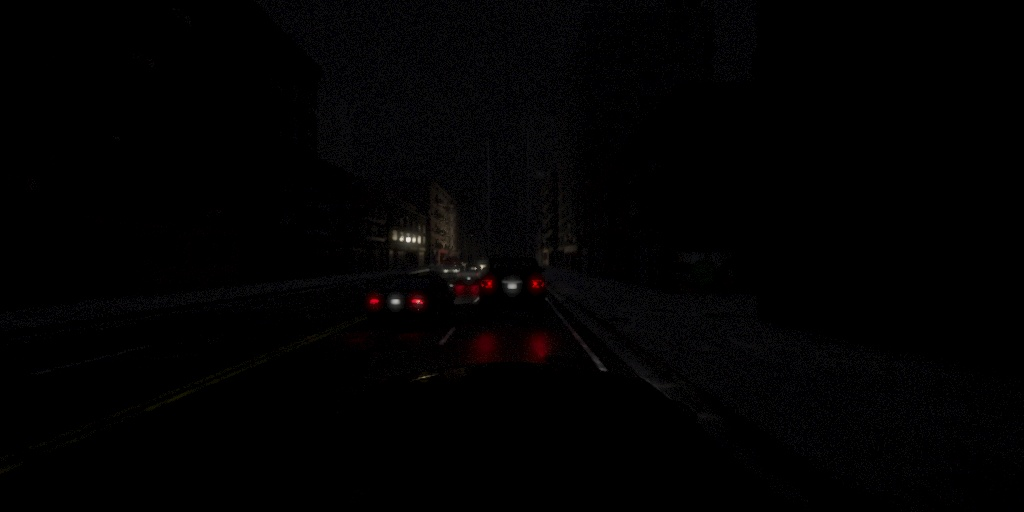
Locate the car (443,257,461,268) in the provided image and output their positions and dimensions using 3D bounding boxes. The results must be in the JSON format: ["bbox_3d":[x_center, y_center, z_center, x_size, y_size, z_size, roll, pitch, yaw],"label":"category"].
[{"bbox_3d":[-9.791,1.128,58.894,2.150,2.045,5.566,0,0,1],"label":"car"}]

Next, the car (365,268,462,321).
[{"bbox_3d":[-3.226,1.322,12.457,2.033,1.411,5.357,0,0,0],"label":"car"}]

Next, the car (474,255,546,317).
[{"bbox_3d":[0.033,0.999,13.459,2.150,2.045,5.566,0,0,1],"label":"car"}]

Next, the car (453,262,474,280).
[{"bbox_3d":[-3.208,1.411,28.978,1.895,1.301,4.718,0,0,1],"label":"car"}]
